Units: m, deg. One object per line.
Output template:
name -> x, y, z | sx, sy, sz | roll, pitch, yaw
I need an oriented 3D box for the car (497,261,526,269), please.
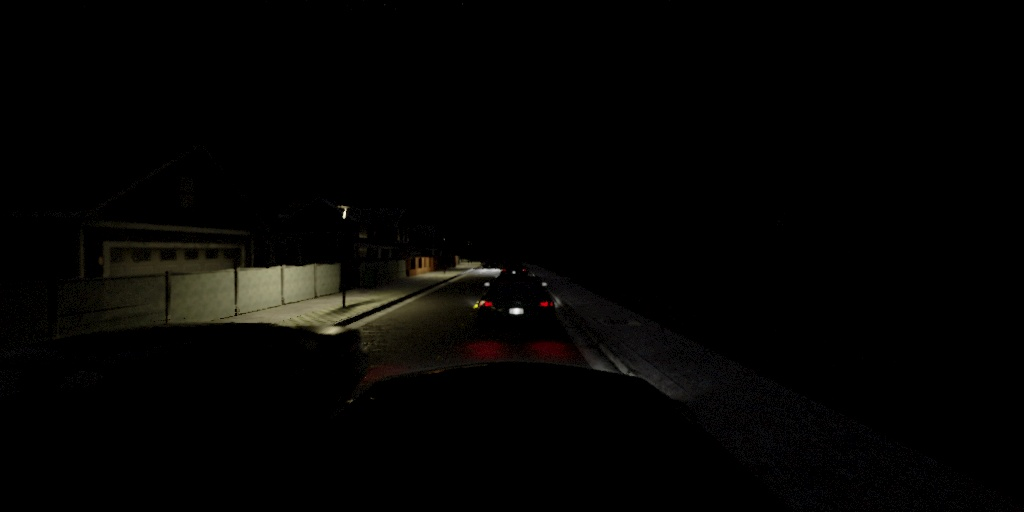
car -> 0.137, 1.094, 27.006 | 1.994, 1.385, 4.181 | 0, 0, 0

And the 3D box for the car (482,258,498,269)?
car -> -2.791, 0.957, 46.760 | 1.895, 1.301, 4.718 | 0, 0, 0

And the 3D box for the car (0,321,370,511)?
car -> -2.851, 1.290, 2.588 | 2.033, 1.411, 5.357 | 0, 0, 0

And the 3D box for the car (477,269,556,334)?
car -> 0.111, 1.239, 10.363 | 1.994, 1.385, 4.181 | 0, 0, 0
